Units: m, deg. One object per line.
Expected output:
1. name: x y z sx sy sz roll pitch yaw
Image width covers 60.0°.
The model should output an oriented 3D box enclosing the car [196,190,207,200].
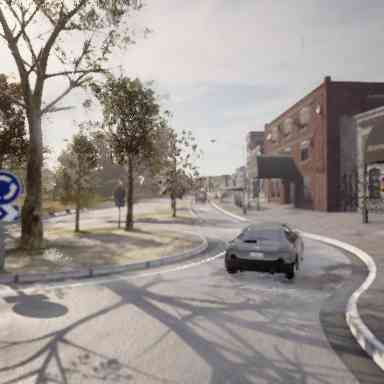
1. car: 2.183 0.691 74.360 2.150 2.045 5.566 0 0 5

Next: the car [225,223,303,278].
1. car: 2.459 1.678 10.741 1.994 1.385 4.181 0 -1 21

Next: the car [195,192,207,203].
1. car: 1.629 1.227 64.006 1.837 1.490 4.892 0 1 3

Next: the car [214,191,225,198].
1. car: 7.261 0.999 92.860 2.097 1.535 5.008 0 0 8
